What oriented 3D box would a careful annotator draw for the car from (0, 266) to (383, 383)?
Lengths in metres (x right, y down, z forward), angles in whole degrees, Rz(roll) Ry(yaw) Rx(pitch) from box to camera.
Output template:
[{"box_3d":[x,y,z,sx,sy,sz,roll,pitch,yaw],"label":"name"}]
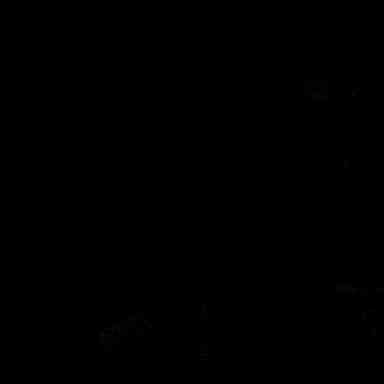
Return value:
[{"box_3d":[0.378,1.512,2.988,5.008,1.535,1.882,0,-1,-27],"label":"car"}]
